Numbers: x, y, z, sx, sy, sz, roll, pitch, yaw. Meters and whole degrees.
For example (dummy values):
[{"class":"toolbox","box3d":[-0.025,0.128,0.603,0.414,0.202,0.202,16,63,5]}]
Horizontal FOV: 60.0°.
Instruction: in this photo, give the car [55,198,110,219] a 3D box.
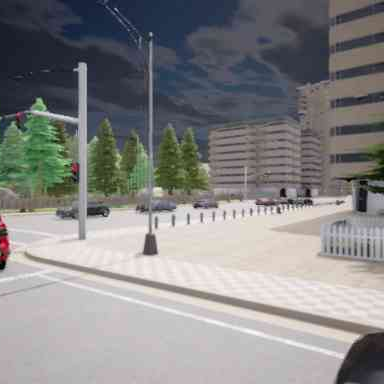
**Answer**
[{"class":"car","box3d":[-9.414,1.353,28.797,2.097,1.767,4.553,0,0,36]}]

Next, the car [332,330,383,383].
[{"class":"car","box3d":[2.970,1.564,1.874,4.181,1.385,1.994,0,0,35]}]

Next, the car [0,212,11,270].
[{"class":"car","box3d":[-7.293,1.225,10.058,2.150,2.045,5.566,-1,1,-44]}]

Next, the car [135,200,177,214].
[{"class":"car","box3d":[-3.824,1.549,36.623,2.033,1.411,5.357,0,0,36]}]

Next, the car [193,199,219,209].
[{"class":"car","box3d":[1.880,1.565,44.584,1.994,1.385,4.181,0,0,36]}]

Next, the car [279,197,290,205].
[{"class":"car","box3d":[16.310,1.565,58.443,1.994,1.385,4.181,0,0,36]}]

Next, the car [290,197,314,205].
[{"class":"car","box3d":[18.870,1.548,56.007,2.033,1.411,5.357,0,0,36]}]

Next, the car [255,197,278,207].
[{"class":"car","box3d":[11.308,1.527,51.445,1.812,1.442,4.674,0,0,36]}]
